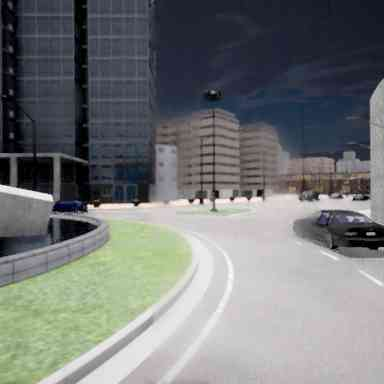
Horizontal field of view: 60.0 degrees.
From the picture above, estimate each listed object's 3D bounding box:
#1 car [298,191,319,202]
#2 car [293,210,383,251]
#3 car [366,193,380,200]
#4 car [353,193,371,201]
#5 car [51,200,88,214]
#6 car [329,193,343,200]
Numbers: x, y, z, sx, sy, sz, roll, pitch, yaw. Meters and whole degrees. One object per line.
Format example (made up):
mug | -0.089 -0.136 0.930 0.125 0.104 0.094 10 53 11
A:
car | 21.975 0.810 62.369 2.150 2.045 5.566 0 0 41
car | 5.908 1.450 13.713 2.033 1.411 5.357 0 0 -3
car | 38.848 0.992 71.331 1.994 1.385 4.181 0 0 40
car | 32.276 1.069 63.619 1.994 1.385 4.181 0 0 40
car | -12.976 1.505 34.385 4.181 1.385 1.994 0 0 11
car | 32.224 0.994 74.352 1.812 1.442 4.674 0 0 40
